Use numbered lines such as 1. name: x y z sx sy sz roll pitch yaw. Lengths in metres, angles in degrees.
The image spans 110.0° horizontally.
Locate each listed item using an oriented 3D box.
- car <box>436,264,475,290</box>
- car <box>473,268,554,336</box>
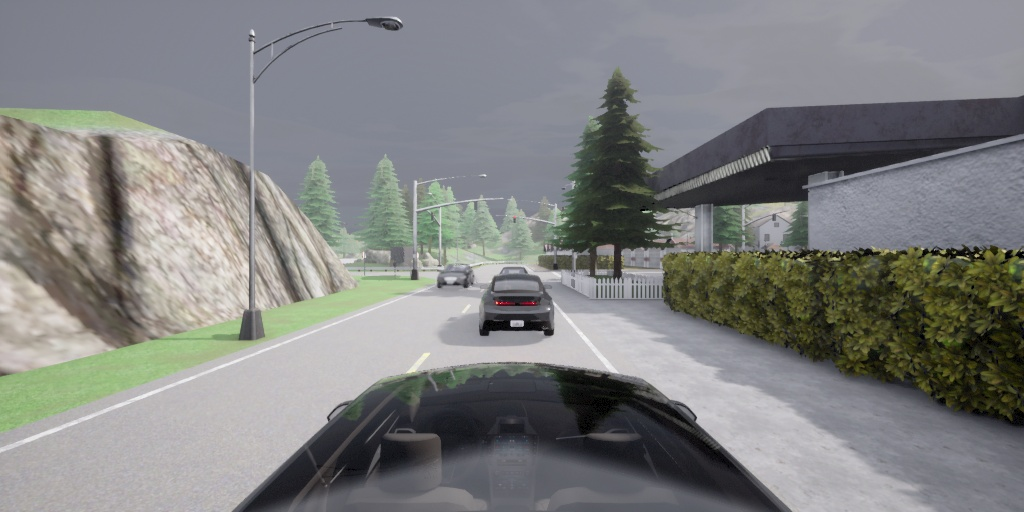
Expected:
1. car: -3.483 1.243 22.840 2.128 1.511 4.902 0 0 1
2. car: 0.117 1.255 10.376 1.837 1.490 4.892 0 0 0
